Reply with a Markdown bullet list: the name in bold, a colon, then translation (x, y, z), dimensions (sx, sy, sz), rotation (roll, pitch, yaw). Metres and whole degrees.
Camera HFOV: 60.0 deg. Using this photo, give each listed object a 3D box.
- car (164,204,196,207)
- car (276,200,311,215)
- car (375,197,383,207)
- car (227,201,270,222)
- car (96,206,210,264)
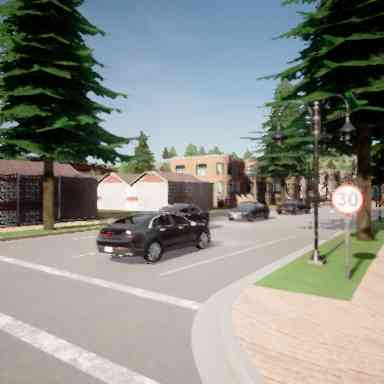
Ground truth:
- **car**: translation (-0.837, 1.449, 18.426), dimensions (1.837, 1.490, 4.892), rotation (0, 0, 35)
- **car**: translation (10.353, 1.492, 33.629), dimensions (2.033, 1.411, 5.357), rotation (0, 0, 38)
- **car**: translation (28.492, 1.432, 49.040), dimensions (1.882, 1.535, 5.008), rotation (0, 0, 43)
- **car**: translation (4.502, 1.470, 25.905), dimensions (1.812, 1.442, 4.674), rotation (0, 0, 36)
- **car**: translation (-1.133, 1.452, 11.864), dimensions (1.837, 1.490, 4.892), rotation (-2, -1, 34)
